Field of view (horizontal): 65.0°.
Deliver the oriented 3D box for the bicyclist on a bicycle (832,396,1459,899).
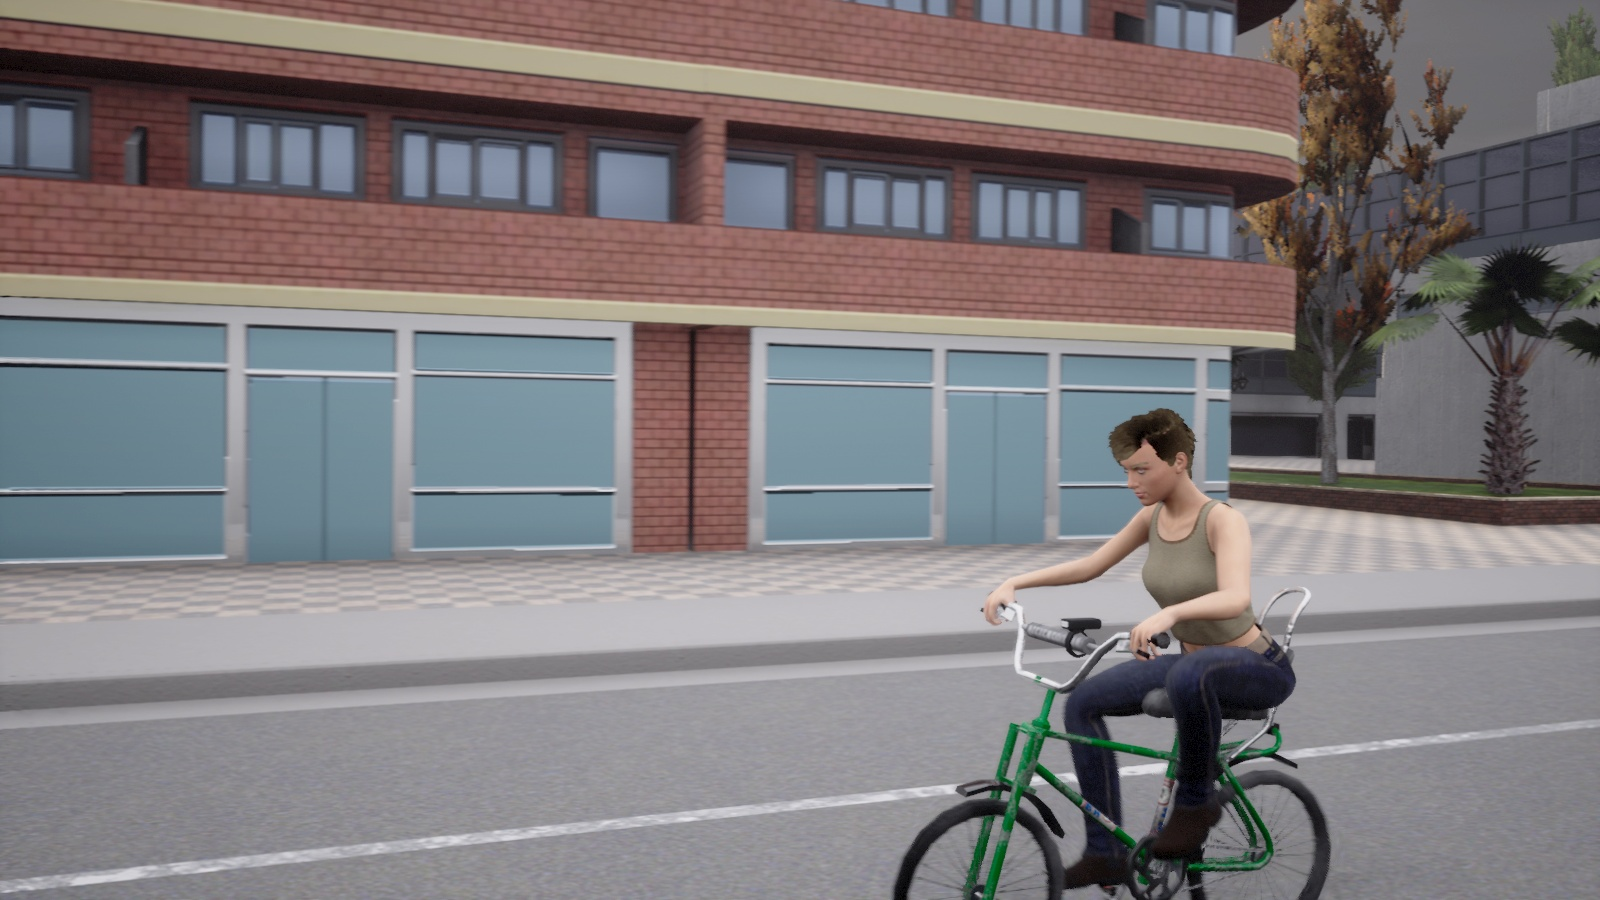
[{"bbox_3d":[0.963,0.665,3.609,1.509,1.612,0.866,-1,1,-21],"label":"bicyclist on a bicycle"}]
